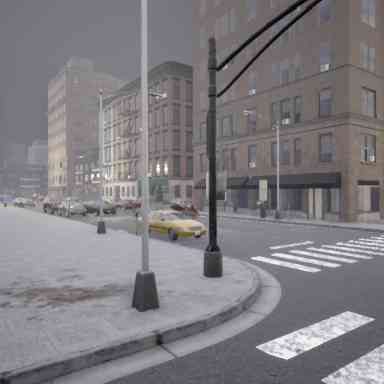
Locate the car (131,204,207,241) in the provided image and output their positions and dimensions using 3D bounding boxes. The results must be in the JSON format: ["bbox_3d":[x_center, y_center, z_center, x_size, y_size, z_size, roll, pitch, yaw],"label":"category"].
[{"bbox_3d":[-1.154,1.543,17.140,1.752,1.417,4.829,0,0,-36],"label":"car"}]

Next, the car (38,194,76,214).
[{"bbox_3d":[-14.531,1.328,35.625,2.192,1.841,5.009,0,0,-36],"label":"car"}]

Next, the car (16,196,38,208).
[{"bbox_3d":[-24.488,1.592,49.387,1.802,1.307,4.206,0,0,-36],"label":"car"}]

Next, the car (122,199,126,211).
[{"bbox_3d":[-8.028,1.540,40.330,1.947,1.339,4.313,0,0,-36],"label":"car"}]

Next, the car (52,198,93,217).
[{"bbox_3d":[-11.211,1.565,31.038,2.008,1.369,4.403,0,0,-36],"label":"car"}]

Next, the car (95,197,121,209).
[{"bbox_3d":[-11.447,1.498,45.054,1.752,1.417,4.829,0,0,-36],"label":"car"}]

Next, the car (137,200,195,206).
[{"bbox_3d":[-1.519,1.511,21.975,1.837,1.490,4.892,0,0,-36],"label":"car"}]

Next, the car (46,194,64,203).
[{"bbox_3d":[-27.944,1.284,67.850,2.192,1.841,5.009,0,0,-36],"label":"car"}]

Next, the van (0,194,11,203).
[{"bbox_3d":[-37.765,1.349,67.734,1.690,1.788,3.998,0,0,-36],"label":"van"}]

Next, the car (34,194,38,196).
[{"bbox_3d":[-34.582,1.534,77.025,1.947,1.339,4.313,0,0,-36],"label":"car"}]

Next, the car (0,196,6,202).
[{"bbox_3d":[-44.402,1.558,76.908,2.008,1.369,4.403,0,0,-36],"label":"car"}]

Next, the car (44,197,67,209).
[{"bbox_3d":[-19.197,1.553,46.574,1.837,1.490,4.892,0,0,-36],"label":"car"}]

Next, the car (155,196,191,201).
[{"bbox_3d":[-1.390,1.416,31.155,1.967,1.590,4.097,0,0,-36],"label":"car"}]

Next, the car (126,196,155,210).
[{"bbox_3d":[-4.710,1.290,35.742,2.192,1.841,5.009,0,0,-36],"label":"car"}]

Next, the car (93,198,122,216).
[{"bbox_3d":[-9.006,1.480,32.330,1.882,1.535,5.008,0,1,-36],"label":"car"}]

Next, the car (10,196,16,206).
[{"bbox_3d":[-27.707,1.535,53.836,1.752,1.417,4.829,0,0,-36],"label":"car"}]

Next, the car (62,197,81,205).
[{"bbox_3d":[-21.305,1.521,58.678,2.008,1.369,4.403,0,0,-36],"label":"car"}]
